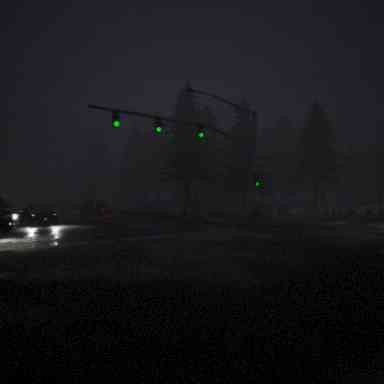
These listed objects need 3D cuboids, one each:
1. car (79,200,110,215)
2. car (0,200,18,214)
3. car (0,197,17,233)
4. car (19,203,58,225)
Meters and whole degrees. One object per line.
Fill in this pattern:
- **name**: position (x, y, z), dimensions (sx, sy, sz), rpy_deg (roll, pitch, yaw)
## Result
- **car**: position (-10.058, 1.505, 34.310), dimensions (1.812, 1.442, 4.674), rpy_deg (0, 0, -37)
- **car**: position (-20.549, 1.592, 36.457), dimensions (1.895, 1.301, 4.718), rpy_deg (0, 0, -37)
- **car**: position (-11.897, 1.211, 19.117), dimensions (2.150, 2.045, 5.566), rpy_deg (0, 1, -37)
- **car**: position (-11.132, 1.517, 23.959), dimensions (1.812, 1.442, 4.674), rpy_deg (0, 0, -37)
